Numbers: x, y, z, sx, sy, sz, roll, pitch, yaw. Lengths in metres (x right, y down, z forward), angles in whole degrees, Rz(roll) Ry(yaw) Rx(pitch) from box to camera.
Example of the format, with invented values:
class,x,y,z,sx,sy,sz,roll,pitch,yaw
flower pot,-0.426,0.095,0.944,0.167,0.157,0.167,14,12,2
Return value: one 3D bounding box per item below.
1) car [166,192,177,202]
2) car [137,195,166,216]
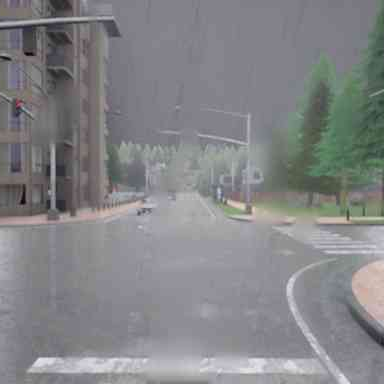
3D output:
class,x,y,z,sx,sy,sz,roll,pitch,yaw
car,-3.540,0.780,54.801,2.128,1.511,4.902,0,1,0
car,-3.519,1.217,28.568,1.812,1.442,4.674,0,1,0
